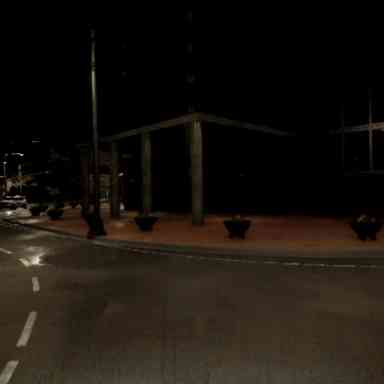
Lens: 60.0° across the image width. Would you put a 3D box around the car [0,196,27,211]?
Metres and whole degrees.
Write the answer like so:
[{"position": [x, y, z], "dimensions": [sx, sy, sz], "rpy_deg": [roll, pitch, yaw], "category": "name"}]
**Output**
[{"position": [-26.601, 1.651, 49.461], "dimensions": [2.150, 2.045, 5.566], "rpy_deg": [-1, 0, -3], "category": "car"}]
